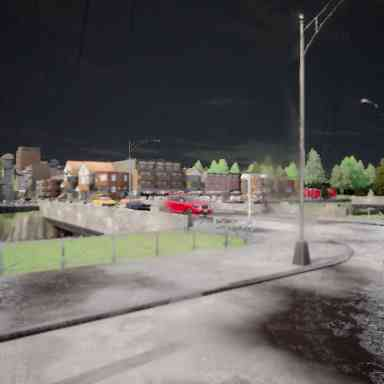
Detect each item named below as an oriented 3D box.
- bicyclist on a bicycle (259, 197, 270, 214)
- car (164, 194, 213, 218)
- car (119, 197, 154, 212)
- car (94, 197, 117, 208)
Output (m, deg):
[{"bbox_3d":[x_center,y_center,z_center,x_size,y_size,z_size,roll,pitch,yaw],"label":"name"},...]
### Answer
[{"bbox_3d":[7.308,1.376,33.568,1.656,1.620,0.582,0,0,-36],"label":"bicyclist on a bicycle"},{"bbox_3d":[-0.453,1.239,29.983,2.150,2.045,5.566,0,0,-36],"label":"car"},{"bbox_3d":[-6.177,1.618,38.002,1.895,1.301,4.718,0,0,-35],"label":"car"},{"bbox_3d":[-12.115,1.495,46.374,1.882,1.535,5.008,0,0,-35],"label":"car"}]
